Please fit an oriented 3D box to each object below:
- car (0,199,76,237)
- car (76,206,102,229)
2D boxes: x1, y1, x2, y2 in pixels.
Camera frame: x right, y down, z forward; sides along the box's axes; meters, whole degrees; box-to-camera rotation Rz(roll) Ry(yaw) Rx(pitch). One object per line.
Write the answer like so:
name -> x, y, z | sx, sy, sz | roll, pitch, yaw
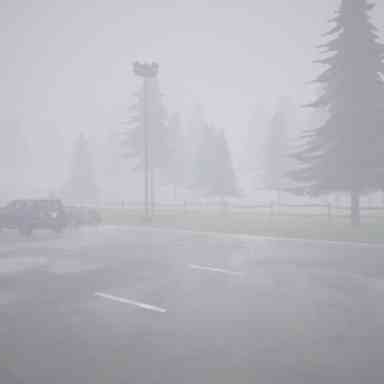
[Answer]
car -> -9.568, 1.409, 19.421 | 5.566, 2.045, 2.150 | -1, 0, 36
car -> -8.261, 1.688, 22.787 | 4.902, 1.511, 2.128 | -1, 0, 36
